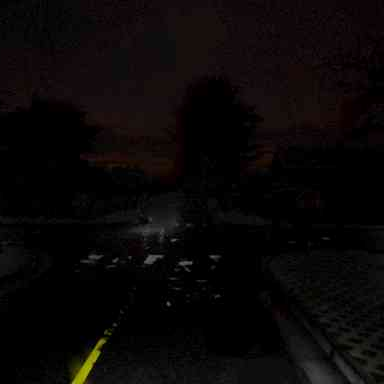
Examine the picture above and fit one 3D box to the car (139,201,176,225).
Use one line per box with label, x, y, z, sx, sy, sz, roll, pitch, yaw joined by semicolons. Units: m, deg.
car;-2.553;1.515;23.794;2.128;1.511;4.902;0;1;1
